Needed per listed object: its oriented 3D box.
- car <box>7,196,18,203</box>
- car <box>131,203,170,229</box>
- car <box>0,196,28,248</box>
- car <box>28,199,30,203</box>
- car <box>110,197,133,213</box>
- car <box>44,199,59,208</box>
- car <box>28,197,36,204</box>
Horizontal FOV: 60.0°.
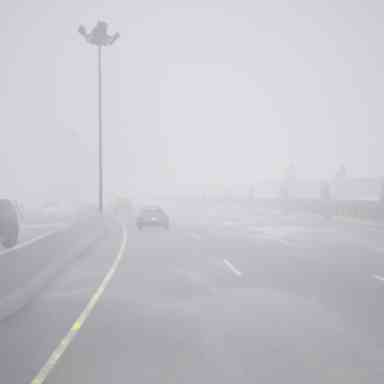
[{"bbox_3d":[-38.957,1.655,72.330,1.812,1.442,4.674,-1,-1,-24],"label":"car"},{"bbox_3d":[-2.688,1.570,21.687,1.994,1.385,4.181,0,0,-13],"label":"car"},{"bbox_3d":[-8.091,1.263,11.894,2.150,2.045,5.566,0,0,-8],"label":"car"},{"bbox_3d":[-16.186,1.597,29.655,2.128,1.511,4.902,0,0,-20],"label":"car"},{"bbox_3d":[-8.062,1.385,38.053,2.097,1.767,4.553,-1,0,-22],"label":"car"},{"bbox_3d":[-21.354,1.698,50.421,1.994,1.385,4.181,-1,0,-24],"label":"car"},{"bbox_3d":[-33.290,1.690,68.333,1.882,1.535,5.008,-1,0,-24],"label":"car"}]
